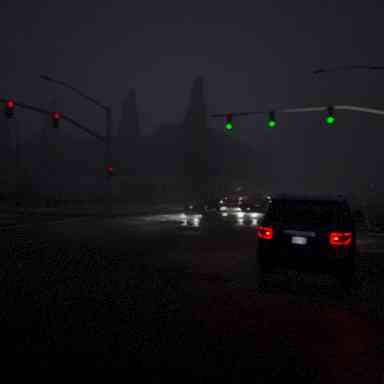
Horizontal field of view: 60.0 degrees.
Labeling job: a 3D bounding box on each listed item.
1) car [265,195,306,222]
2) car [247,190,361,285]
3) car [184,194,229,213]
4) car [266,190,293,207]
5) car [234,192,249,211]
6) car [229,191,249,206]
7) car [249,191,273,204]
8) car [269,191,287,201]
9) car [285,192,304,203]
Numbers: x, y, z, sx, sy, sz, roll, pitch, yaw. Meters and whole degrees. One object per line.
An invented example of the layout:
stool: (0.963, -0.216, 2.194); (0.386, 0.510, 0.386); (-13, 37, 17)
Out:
car: (6.786, 1.073, 23.804); (1.882, 1.535, 5.008); (1, 1, 27)
car: (3.497, 1.069, 9.476); (2.150, 2.045, 5.566); (1, 2, 27)
car: (1.028, 0.906, 28.371); (2.128, 1.511, 4.902); (1, 1, 27)
car: (10.248, 0.686, 38.829); (2.097, 1.767, 4.553); (1, 1, 27)
car: (5.955, 0.993, 30.378); (2.033, 1.411, 5.357); (1, 1, 27)
car: (5.187, 0.657, 36.588); (2.097, 1.767, 4.553); (1, 1, 27)
car: (9.404, 0.673, 44.843); (1.882, 1.535, 5.008); (1, 1, 27)
car: (14.030, 0.599, 53.995); (1.812, 1.442, 4.674); (1, 1, 27)
car: (14.796, 0.741, 47.734); (1.812, 1.442, 4.674); (1, 1, 27)
